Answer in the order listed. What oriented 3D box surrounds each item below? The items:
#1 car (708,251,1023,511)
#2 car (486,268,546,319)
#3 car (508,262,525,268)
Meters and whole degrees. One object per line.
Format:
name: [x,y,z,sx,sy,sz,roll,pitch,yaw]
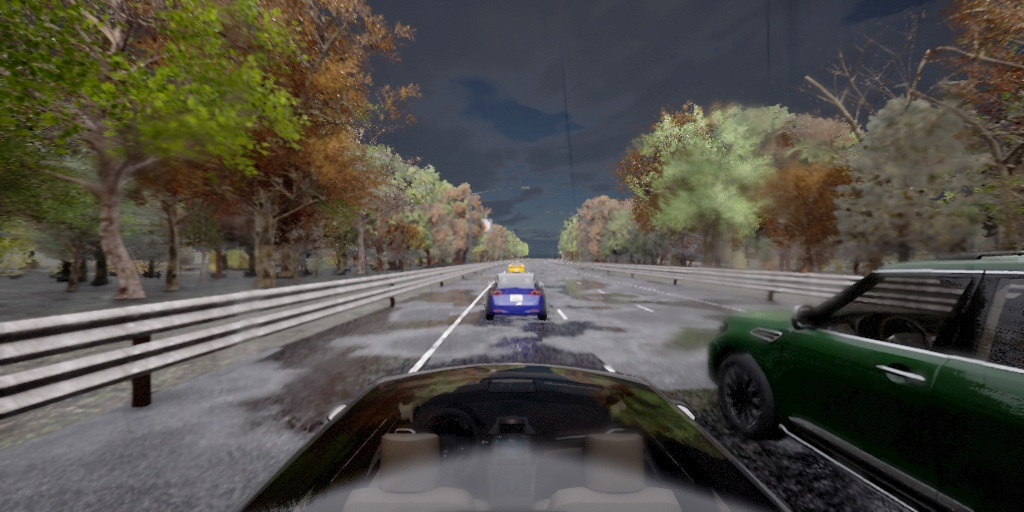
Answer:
car: [3.604,0.978,2.262,2.150,2.045,5.566,0,0,0]
car: [0.143,1.340,13.231,2.163,1.488,4.792,0,0,0]
car: [0.555,1.544,44.379,1.882,1.535,5.008,0,0,1]
